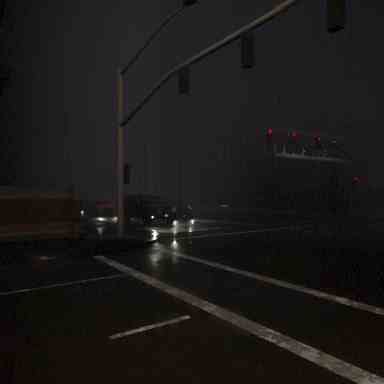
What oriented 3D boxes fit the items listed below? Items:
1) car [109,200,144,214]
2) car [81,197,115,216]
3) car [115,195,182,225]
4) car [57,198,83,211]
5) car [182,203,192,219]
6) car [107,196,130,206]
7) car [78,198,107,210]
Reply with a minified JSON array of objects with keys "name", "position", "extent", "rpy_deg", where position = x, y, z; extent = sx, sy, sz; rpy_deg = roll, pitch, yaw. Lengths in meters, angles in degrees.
[{"name":"car","position":[-7.161,1.601,35.880],"extent":[1.895,1.301,4.718],"rpy_deg":[0,0,-36]},{"name":"car","position":[-9.095,1.478,32.574],"extent":[1.882,1.535,5.008],"rpy_deg":[0,0,-36]},{"name":"car","position":[-3.334,1.222,24.549],"extent":[2.150,2.045,5.566],"rpy_deg":[0,0,-36]},{"name":"car","position":[-15.090,1.526,40.941],"extent":[1.812,1.442,4.674],"rpy_deg":[0,0,-35]},{"name":"car","position":[-1.918,1.352,28.581],"extent":[2.097,1.767,4.553],"rpy_deg":[0,0,-36]},{"name":"car","position":[-12.294,1.477,55.369],"extent":[1.882,1.535,5.008],"rpy_deg":[0,0,-36]},{"name":"car","position":[-13.364,1.547,44.531],"extent":[2.033,1.411,5.357],"rpy_deg":[0,0,-36]}]
